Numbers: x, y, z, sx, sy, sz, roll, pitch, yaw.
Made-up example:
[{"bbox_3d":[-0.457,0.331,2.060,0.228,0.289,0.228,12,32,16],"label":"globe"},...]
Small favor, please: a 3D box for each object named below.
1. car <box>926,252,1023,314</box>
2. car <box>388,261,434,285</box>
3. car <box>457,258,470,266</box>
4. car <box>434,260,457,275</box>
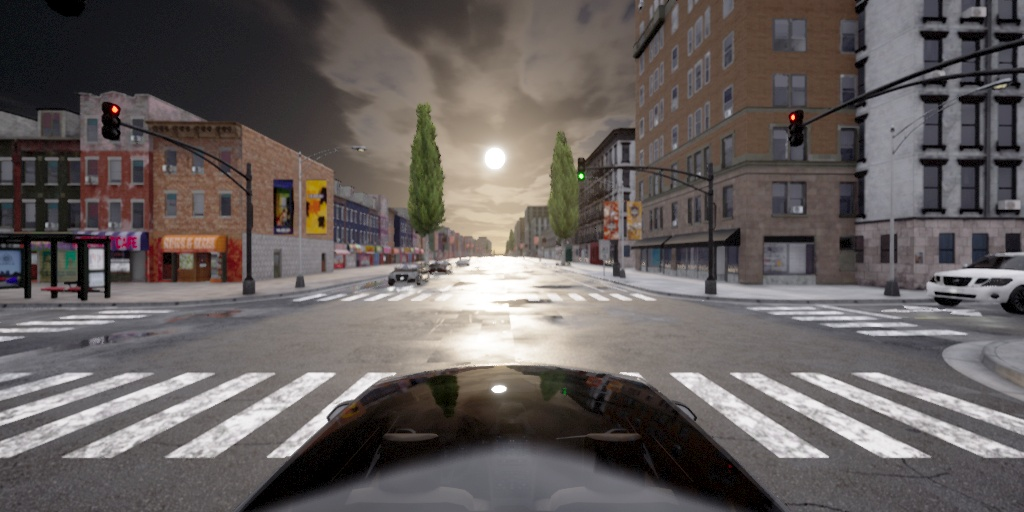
[{"bbox_3d":[18.250,0.868,12.689,5.566,2.045,2.150,0,0,-2],"label":"car"},{"bbox_3d":[-6.781,1.169,23.925,1.994,1.385,4.181,0,0,-2],"label":"car"},{"bbox_3d":[-7.841,1.004,58.117,1.895,1.301,4.718,0,0,-2],"label":"car"},{"bbox_3d":[-7.186,1.079,36.292,2.033,1.411,5.357,0,0,-2],"label":"car"}]
